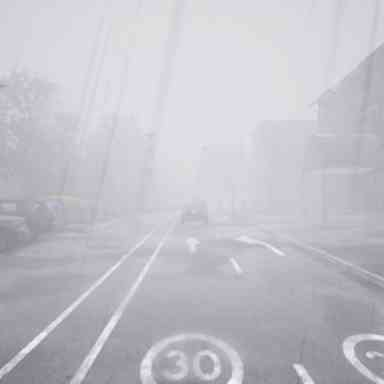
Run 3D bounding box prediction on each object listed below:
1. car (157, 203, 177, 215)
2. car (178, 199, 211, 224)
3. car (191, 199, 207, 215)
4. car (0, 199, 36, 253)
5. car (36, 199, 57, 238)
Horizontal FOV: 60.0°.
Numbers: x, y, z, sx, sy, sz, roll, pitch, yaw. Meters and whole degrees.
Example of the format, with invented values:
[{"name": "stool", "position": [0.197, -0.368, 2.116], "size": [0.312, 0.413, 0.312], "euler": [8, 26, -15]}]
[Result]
[{"name": "car", "position": [-3.498, 2.236, 44.150], "size": [1.837, 1.490, 4.892], "euler": [0, -2, 2]}, {"name": "car", "position": [0.269, 1.604, 27.473], "size": [2.097, 1.767, 4.553], "euler": [0, -1, 2]}, {"name": "car", "position": [0.988, 2.014, 45.995], "size": [2.150, 2.045, 5.566], "euler": [0, -2, 1]}, {"name": "car", "position": [-9.423, 1.361, 13.006], "size": [5.566, 2.045, 2.435], "euler": [-1, -1, -20]}, {"name": "car", "position": [-9.469, 1.386, 15.934], "size": [5.566, 2.045, 2.435], "euler": [-1, 0, -20]}]
